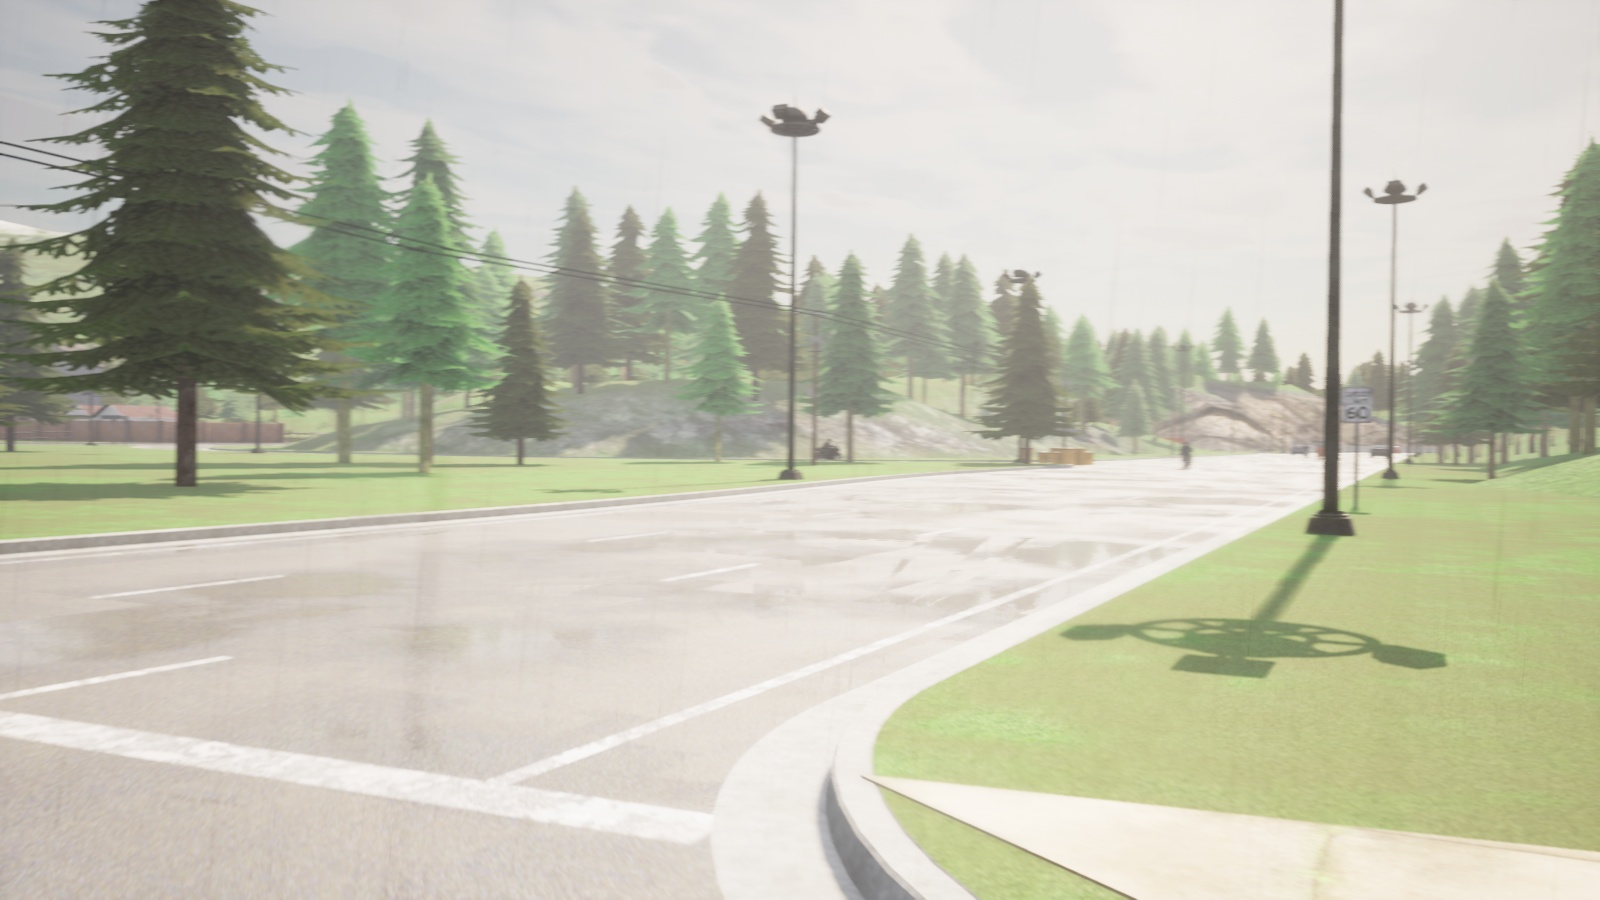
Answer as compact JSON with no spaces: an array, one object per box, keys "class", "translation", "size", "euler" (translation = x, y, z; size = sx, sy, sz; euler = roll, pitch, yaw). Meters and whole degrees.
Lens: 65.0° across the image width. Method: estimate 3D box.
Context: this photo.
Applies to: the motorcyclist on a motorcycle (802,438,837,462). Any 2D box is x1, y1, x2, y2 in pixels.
[{"class":"motorcyclist on a motorcycle","translation":[1.226,-0.007,78.439],"size":[2.044,1.523,0.797],"euler":[0,0,-16]}]
